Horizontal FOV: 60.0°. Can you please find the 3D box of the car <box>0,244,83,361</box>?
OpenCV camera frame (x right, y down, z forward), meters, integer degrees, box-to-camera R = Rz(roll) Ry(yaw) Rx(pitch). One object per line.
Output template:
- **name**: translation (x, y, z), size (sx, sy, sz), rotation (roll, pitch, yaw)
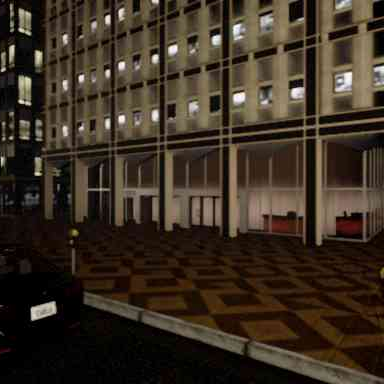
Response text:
- **car**: translation (-3.569, 1.527, 5.429), size (4.313, 1.339, 1.947), rotation (0, 0, 36)
